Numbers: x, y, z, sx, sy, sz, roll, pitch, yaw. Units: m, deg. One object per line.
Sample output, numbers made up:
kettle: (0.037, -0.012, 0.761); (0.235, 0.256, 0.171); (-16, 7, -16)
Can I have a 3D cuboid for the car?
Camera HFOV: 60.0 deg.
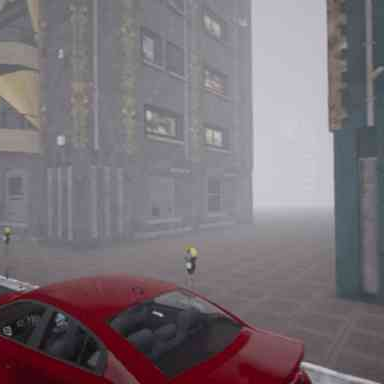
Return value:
car: (-1.108, 1.570, 3.516); (4.507, 1.381, 1.887); (-1, -1, 35)
